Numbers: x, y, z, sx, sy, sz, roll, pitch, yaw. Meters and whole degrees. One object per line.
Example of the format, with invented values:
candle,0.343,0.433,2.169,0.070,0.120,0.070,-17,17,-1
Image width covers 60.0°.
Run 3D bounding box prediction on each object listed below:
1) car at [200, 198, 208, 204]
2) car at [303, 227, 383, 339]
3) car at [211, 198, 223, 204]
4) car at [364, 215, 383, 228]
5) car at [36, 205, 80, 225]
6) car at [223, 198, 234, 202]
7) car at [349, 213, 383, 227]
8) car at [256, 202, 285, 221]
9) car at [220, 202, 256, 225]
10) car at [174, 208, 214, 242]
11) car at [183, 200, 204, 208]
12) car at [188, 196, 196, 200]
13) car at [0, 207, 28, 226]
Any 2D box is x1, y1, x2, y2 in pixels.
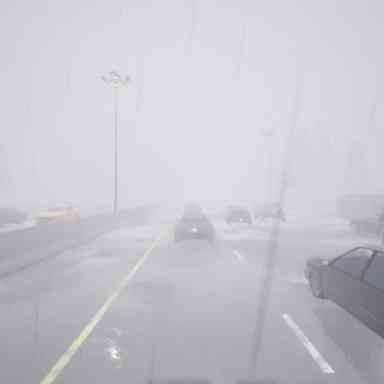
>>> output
car,3.541,2.564,92.499,1.895,1.301,4.718,0,-1,0
car,3.602,1.615,5.640,2.033,1.411,5.357,0,-1,0
car,7.041,2.376,93.415,2.097,1.767,4.553,0,-1,0
car,7.104,1.598,9.035,2.128,1.511,4.902,0,-1,0
car,-10.532,1.782,26.386,1.882,1.535,5.008,0,-1,1
car,10.541,2.496,92.500,2.128,1.511,4.902,0,-1,0
car,10.608,1.815,18.346,1.895,1.301,4.718,0,-1,0
car,7.113,1.711,30.991,2.097,1.767,4.553,0,-1,0
car,3.612,1.820,27.065,1.837,1.490,4.892,0,0,0
car,0.107,1.768,17.501,1.994,1.385,4.181,0,-1,0
car,0.115,1.936,37.167,1.837,1.490,4.892,0,0,0
car,0.041,2.173,92.122,2.150,2.045,5.566,0,-1,0
car,-14.047,1.827,24.256,2.033,1.411,5.357,0,-1,0
